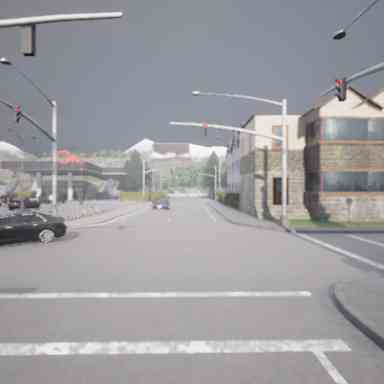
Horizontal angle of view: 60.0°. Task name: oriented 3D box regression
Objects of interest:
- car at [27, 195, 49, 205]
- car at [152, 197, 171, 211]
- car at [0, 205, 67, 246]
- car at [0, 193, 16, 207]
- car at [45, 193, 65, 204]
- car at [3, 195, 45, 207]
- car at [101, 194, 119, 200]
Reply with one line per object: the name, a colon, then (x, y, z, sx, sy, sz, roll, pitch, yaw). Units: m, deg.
car: (-25.956, 1.348, 56.185, 1.970, 1.475, 3.806, 0, 0, 0)
car: (-3.503, 1.393, 38.479, 2.128, 1.511, 4.902, 0, 1, 0)
car: (-8.072, 1.628, 14.584, 4.892, 1.490, 1.837, -3, 5, -35)
car: (-25.895, 1.115, 47.705, 1.932, 1.855, 4.605, 0, 0, 0)
car: (-22.630, 1.066, 55.582, 1.905, 1.878, 3.866, 0, 0, 0)
car: (-18.925, 1.352, 37.714, 2.007, 1.523, 4.514, 0, 0, 0)
car: (-22.178, 1.346, 89.585, 4.611, 1.667, 2.242, 0, 0, 0)
